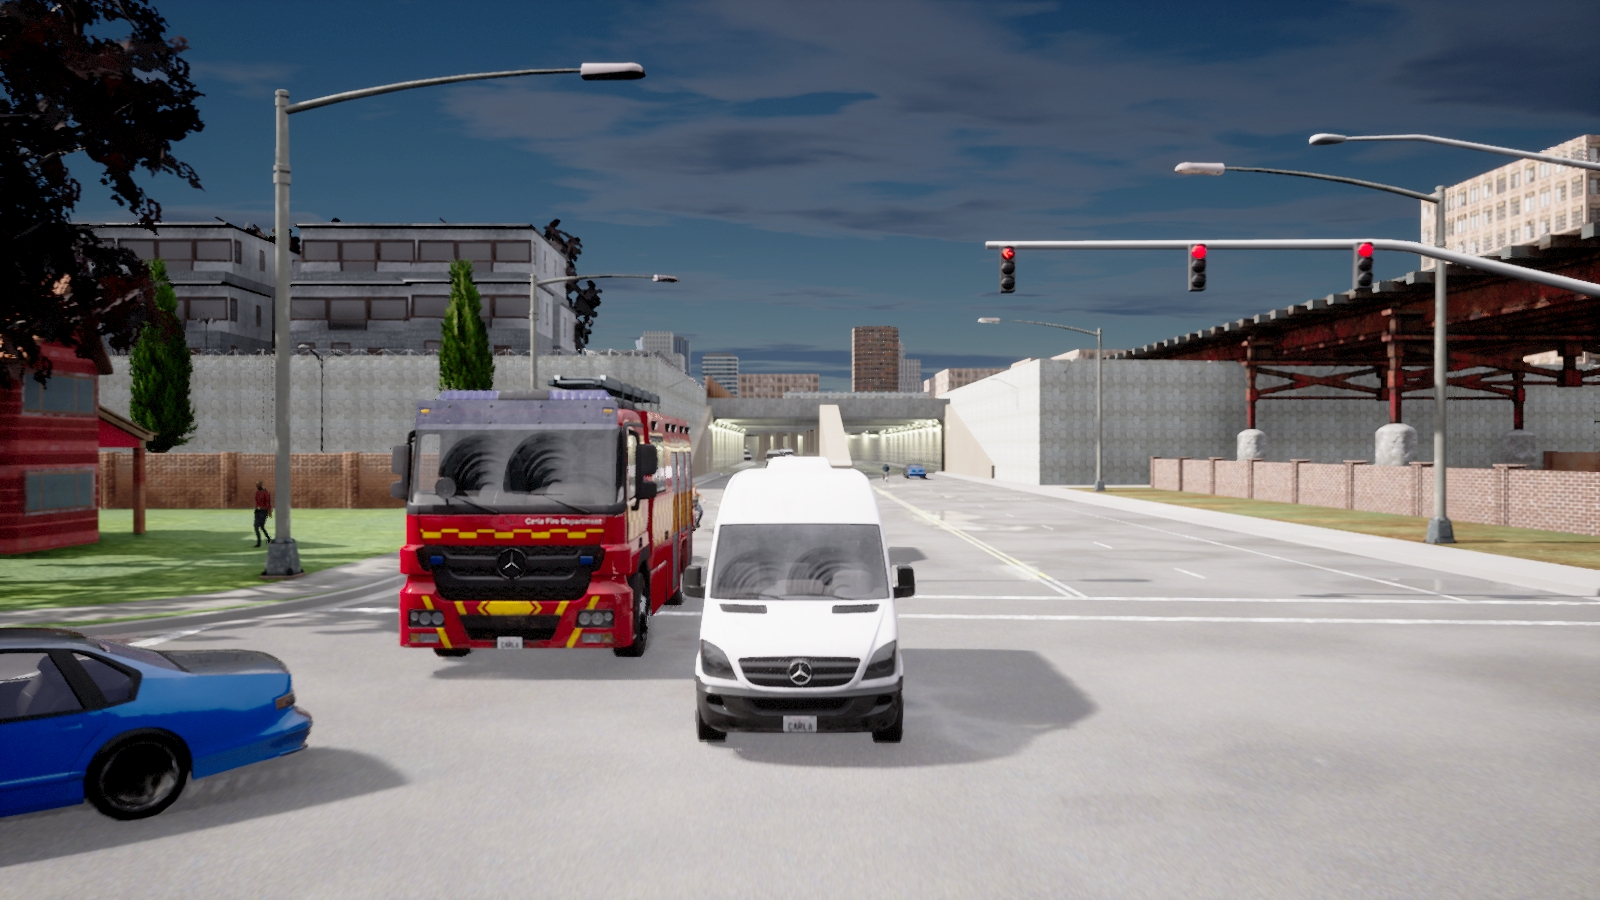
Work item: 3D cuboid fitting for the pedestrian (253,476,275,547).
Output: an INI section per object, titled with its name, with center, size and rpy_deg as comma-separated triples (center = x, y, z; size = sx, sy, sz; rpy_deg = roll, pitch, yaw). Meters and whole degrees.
[pedestrian]
center = -14.352, 1.643, 30.587
size = 0.375, 1.860, 0.375
rpy_deg = 0, 0, 19

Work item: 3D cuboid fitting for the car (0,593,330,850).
[car]
center = -6.564, 2.073, 8.439
size = 5.357, 1.411, 2.033
rpy_deg = 0, 0, -40

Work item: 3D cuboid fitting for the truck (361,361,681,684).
[truck]
center = -3.744, 0.853, 17.773
size = 2.891, 3.827, 8.468
rpy_deg = 0, 0, 0

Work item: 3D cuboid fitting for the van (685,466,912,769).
[van]
center = -0.014, 1.504, 12.953
size = 1.988, 2.561, 5.915
rpy_deg = 0, 0, 0
